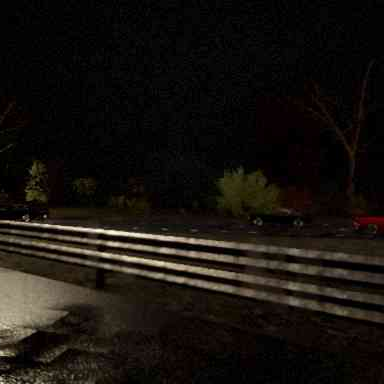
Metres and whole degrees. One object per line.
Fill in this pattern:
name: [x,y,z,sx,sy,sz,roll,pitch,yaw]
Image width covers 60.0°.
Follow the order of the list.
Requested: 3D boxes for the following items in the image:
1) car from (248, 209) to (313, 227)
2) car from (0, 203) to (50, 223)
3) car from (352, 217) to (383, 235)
car: [6.661,1.945,25.481,4.718,1.301,1.895,0,0,15]
car: [-14.179,1.710,27.398,4.892,1.490,1.837,0,0,15]
car: [12.442,1.916,20.323,4.718,1.301,1.895,0,0,15]
